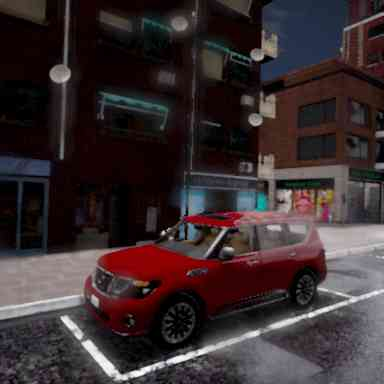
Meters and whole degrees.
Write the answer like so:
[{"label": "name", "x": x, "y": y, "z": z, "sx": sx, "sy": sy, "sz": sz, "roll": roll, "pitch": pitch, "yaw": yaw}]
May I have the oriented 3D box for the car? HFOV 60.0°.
[{"label": "car", "x": 0.590, "y": 1.355, "z": 6.488, "sx": 5.009, "sy": 1.841, "sz": 2.192, "roll": 1, "pitch": 1, "yaw": -35}]
